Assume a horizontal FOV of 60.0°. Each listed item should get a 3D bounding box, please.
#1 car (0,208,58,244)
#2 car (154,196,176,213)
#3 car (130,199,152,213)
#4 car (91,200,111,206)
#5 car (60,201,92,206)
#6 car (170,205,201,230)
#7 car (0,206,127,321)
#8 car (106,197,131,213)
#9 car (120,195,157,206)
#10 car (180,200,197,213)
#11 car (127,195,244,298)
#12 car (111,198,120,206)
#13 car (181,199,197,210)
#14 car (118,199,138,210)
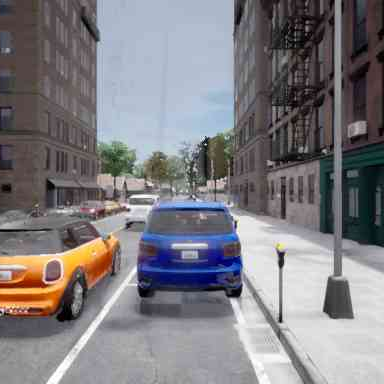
[{"bbox_3d":[-8.408,1.567,16.351,1.947,1.339,4.313,0,0,0],"label":"car"},{"bbox_3d":[-2.953,1.365,37.762,2.097,1.767,4.553,0,0,0],"label":"car"},{"bbox_3d":[-5.847,1.540,38.654,1.812,1.442,4.674,0,0,0],"label":"car"},{"bbox_3d":[-8.408,1.446,27.388,1.967,1.590,4.097,0,0,0],"label":"car"},{"bbox_3d":[-8.408,1.553,21.869,2.008,1.369,4.403,0,0,0],"label":"car"},{"bbox_3d":[-0.383,1.584,21.873,1.802,1.307,4.206,0,0,0],"label":"car"},{"bbox_3d":[-3.022,1.351,7.424,2.097,1.767,4.553,0,0,0],"label":"car"},{"bbox_3d":[-8.408,1.454,38.426,1.967,1.590,4.097,0,0,0],"label":"car"},{"bbox_3d":[-2.958,1.225,22.103,2.150,2.045,5.566,0,0,0],"label":"car"},{"bbox_3d":[-0.383,1.596,38.428,1.802,1.307,4.206,0,0,0],"label":"car"},{"bbox_3d":[-0.039,1.228,8.680,2.150,2.045,5.566,0,0,0],"label":"car"},{"bbox_3d":[-8.408,1.535,32.737,1.752,1.417,4.829,0,0,0],"label":"car"},{"bbox_3d":[-0.383,1.584,43.946,1.947,1.339,4.313,0,0,0],"label":"car"},{"bbox_3d":[-8.408,1.600,43.945,1.802,1.307,4.206,0,0,0],"label":"car"}]
